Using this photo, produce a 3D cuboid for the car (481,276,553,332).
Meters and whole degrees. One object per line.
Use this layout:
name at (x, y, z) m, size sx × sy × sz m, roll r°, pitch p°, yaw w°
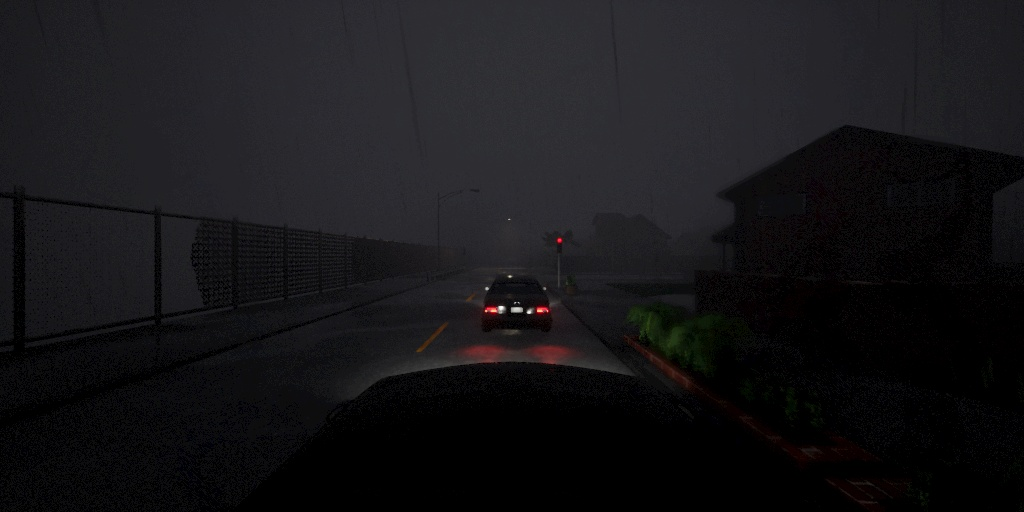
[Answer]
car at (0.118, 1.297, 10.825) m, size 2.033 × 1.411 × 5.357 m, roll 0°, pitch 0°, yaw 0°
